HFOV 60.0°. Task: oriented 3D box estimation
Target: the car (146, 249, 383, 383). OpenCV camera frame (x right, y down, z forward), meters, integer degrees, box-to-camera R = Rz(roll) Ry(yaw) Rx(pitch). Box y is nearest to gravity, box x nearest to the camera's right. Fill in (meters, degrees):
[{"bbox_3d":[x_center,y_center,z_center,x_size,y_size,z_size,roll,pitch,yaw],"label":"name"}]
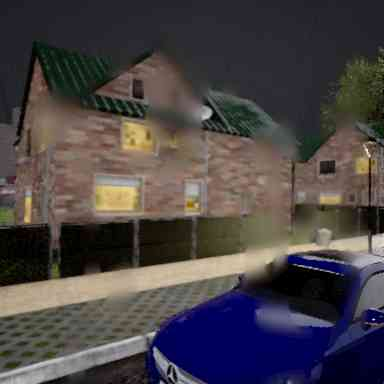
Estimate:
[{"bbox_3d":[1.696,1.545,4.269,4.674,1.442,1.812,0,0,-35],"label":"car"}]
